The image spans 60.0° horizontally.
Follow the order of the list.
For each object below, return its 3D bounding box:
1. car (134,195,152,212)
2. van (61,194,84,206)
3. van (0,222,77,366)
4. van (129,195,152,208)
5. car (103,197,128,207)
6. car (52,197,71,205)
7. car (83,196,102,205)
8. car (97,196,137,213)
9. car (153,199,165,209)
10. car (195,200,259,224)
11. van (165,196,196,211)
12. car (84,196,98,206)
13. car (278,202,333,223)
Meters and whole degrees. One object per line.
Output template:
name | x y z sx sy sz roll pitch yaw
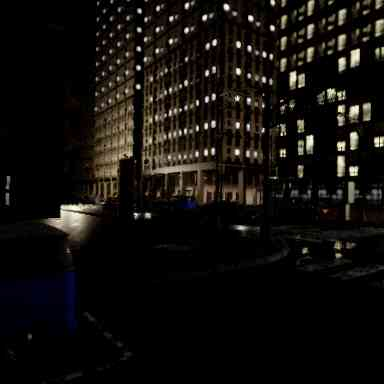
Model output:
car | -6.727 1.391 37.782 1.882 1.535 5.008 1 -1 -35
van | -17.741 1.187 48.822 1.690 1.788 3.998 1 -1 -35
van | -3.531 1.341 4.187 3.998 1.788 1.690 0 1 -35
van | -7.638 1.352 49.066 1.690 1.788 3.998 1 -1 -35
car | -11.539 1.462 49.999 1.837 1.490 4.892 1 -1 -35
car | -21.014 1.422 53.426 1.802 1.307 4.206 1 -1 -35
car | -17.540 1.471 58.363 1.812 1.442 4.674 1 -1 -35
car | -7.937 1.417 35.001 2.008 1.369 4.403 1 -1 -35
car | -4.373 1.568 44.457 2.008 1.369 4.403 1 -1 -35
car | 2.703 1.414 24.480 1.882 1.535 5.008 1 0 -36
van | -1.100 1.366 39.852 1.690 1.788 3.998 1 -1 -35
car | -16.611 1.449 51.870 2.033 1.411 5.357 1 -1 -35
car | 8.706 1.489 26.032 1.967 1.590 4.097 1 -1 -35
